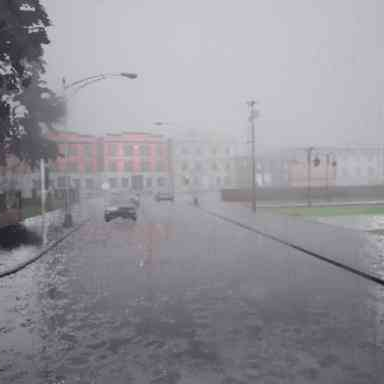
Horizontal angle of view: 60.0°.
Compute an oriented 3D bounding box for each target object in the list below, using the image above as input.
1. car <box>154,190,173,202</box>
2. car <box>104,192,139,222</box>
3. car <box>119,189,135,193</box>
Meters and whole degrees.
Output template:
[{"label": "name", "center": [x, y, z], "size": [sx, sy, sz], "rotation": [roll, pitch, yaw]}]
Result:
[{"label": "car", "center": [-3.455, 0.443, 40.408], "size": [1.994, 1.385, 4.181], "rotation": [-1, 2, -11]}, {"label": "car", "center": [-4.507, 1.002, 21.416], "size": [2.033, 1.411, 5.357], "rotation": [-1, 2, -9]}, {"label": "car", "center": [-6.104, 0.547, 31.429], "size": [2.097, 1.767, 4.553], "rotation": [-1, 2, -9]}]
